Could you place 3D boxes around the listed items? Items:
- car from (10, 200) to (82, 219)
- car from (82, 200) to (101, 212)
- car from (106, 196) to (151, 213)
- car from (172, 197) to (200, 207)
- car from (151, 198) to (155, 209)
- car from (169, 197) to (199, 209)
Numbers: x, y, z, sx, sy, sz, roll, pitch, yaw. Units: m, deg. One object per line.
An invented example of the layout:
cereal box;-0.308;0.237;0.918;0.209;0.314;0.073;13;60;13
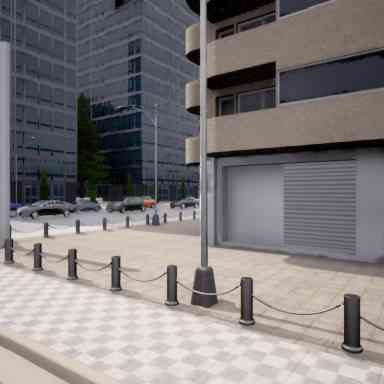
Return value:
car;-12.387;1.436;28.395;2.128;1.511;4.902;0;0;36
car;-11.722;1.508;35.292;1.994;1.385;4.181;0;0;36
car;-7.047;1.297;35.798;2.097;1.767;4.553;0;0;36
car;-0.819;1.470;50.373;1.812;1.442;4.674;0;0;36
car;-6.781;1.297;42.142;2.097;1.767;4.553;0;0;36
car;-0.977;1.449;44.198;1.837;1.490;4.892;0;0;36
